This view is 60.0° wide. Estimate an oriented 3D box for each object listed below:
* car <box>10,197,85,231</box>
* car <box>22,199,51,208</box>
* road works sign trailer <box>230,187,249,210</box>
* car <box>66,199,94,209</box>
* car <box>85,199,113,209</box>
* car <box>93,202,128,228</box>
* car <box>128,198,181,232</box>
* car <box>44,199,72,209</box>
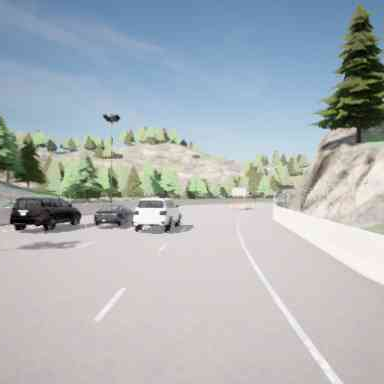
[{"bbox_3d":[-9.254,1.340,21.495,2.150,2.045,5.566,0,0,7],"label":"car"},{"bbox_3d":[-24.826,1.836,53.416,1.994,1.385,4.181,0,-1,14],"label":"car"},{"bbox_3d":[7.406,1.008,52.094,2.380,3.560,2.880,0,-1,18],"label":"road works sign trailer"},{"bbox_3d":[-17.722,1.835,52.904,1.837,1.490,4.892,0,0,15],"label":"car"},{"bbox_3d":[-14.425,1.826,51.682,1.882,1.535,5.008,0,0,15],"label":"car"},{"bbox_3d":[-5.382,1.666,23.949,2.128,1.511,4.902,0,0,8],"label":"car"},{"bbox_3d":[-2.155,1.406,21.935,2.150,2.045,5.566,0,0,7],"label":"car"},{"bbox_3d":[-21.289,1.865,53.102,1.994,1.385,4.181,0,-1,15],"label":"car"}]
